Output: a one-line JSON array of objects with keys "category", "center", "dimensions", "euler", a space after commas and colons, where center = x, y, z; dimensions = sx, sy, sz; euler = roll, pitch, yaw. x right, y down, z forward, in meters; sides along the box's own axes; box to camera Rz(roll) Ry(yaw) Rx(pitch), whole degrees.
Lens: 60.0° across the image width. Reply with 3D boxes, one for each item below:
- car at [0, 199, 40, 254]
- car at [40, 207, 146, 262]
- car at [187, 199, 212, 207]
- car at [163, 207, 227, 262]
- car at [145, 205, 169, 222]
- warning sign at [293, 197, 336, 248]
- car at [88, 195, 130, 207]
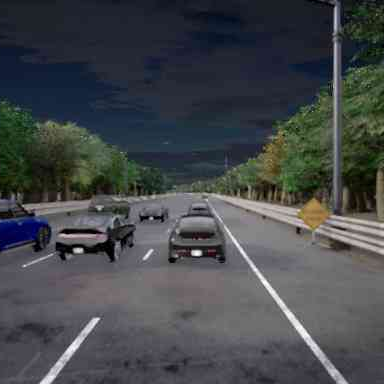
[{"category": "car", "center": [-6.824, 1.250, 11.126], "dimensions": [2.150, 2.045, 5.566], "euler": [0, 0, 2]}, {"category": "car", "center": [-3.284, 1.523, 12.247], "dimensions": [2.128, 1.511, 4.902], "euler": [0, 0, 2]}, {"category": "car", "center": [0.617, 1.567, 27.097], "dimensions": [1.837, 1.490, 4.892], "euler": [0, 0, 2]}, {"category": "car", "center": [0.216, 1.538, 12.200], "dimensions": [1.837, 1.490, 4.892], "euler": [0, 0, 2]}, {"category": "car", "center": [-2.907, 1.660, 26.556], "dimensions": [1.895, 1.301, 4.718], "euler": [0, 0, 2]}, {"category": "warning sign", "center": [4.727, 1.151, 12.930], "dimensions": [1.300, 1.860, 1.060], "euler": [0, 0, 1]}, {"category": "car", "center": [-6.422, 1.280, 26.160], "dimensions": [2.150, 2.045, 5.566], "euler": [0, 0, 2]}]
